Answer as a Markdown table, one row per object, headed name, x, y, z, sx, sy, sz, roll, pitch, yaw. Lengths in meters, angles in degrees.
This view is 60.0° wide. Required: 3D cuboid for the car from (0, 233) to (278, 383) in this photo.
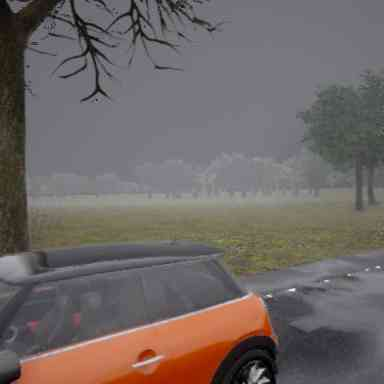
| name | x | y | z | sx | sy | sz | roll | pitch | yaw |
| --- | --- | --- | --- | --- | --- | --- | --- | --- | --- |
| car | -1.344 | 1.354 | 3.033 | 4.553 | 1.767 | 2.097 | 0 | 0 | -36 |
